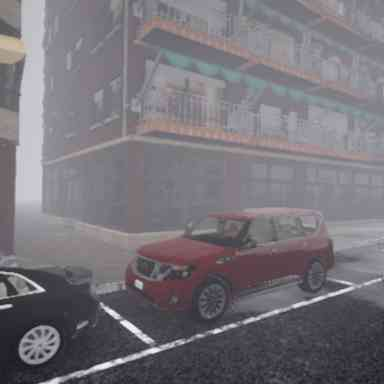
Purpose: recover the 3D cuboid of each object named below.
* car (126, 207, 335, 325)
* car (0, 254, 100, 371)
[{"bbox_3d":[1.117,1.315,7.334,5.009,1.841,2.192,0,1,-35],"label":"car"},{"bbox_3d":[-3.396,1.551,4.120,4.403,1.369,2.008,0,1,-35],"label":"car"}]
